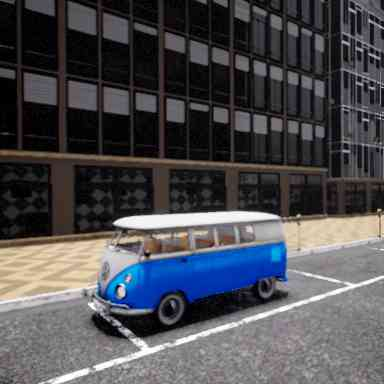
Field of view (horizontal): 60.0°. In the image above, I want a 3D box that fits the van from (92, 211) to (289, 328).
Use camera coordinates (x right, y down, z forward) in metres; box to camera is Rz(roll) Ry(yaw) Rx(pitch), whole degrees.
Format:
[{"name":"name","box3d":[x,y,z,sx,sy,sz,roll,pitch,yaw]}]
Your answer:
[{"name":"van","box3d":[0.157,1.324,6.671,3.998,1.788,1.690,0,0,-35]}]
